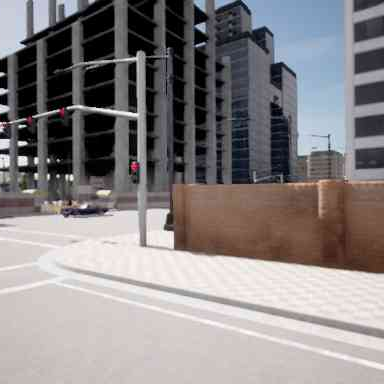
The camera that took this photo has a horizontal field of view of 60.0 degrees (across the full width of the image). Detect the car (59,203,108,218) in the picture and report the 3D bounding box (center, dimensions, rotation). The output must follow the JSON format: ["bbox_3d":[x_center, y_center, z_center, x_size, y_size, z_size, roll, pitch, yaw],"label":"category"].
[{"bbox_3d":[-10.915,1.846,33.770,1.895,1.301,4.718,-1,0,36],"label":"car"}]
